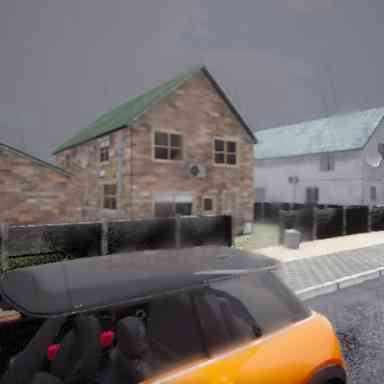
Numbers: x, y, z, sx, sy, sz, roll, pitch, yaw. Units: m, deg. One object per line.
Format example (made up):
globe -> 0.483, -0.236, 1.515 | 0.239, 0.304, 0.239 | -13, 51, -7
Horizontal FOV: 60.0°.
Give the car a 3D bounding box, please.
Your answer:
car -> -0.893, 1.351, 2.433 | 4.553, 1.767, 2.097 | 0, 0, -36
